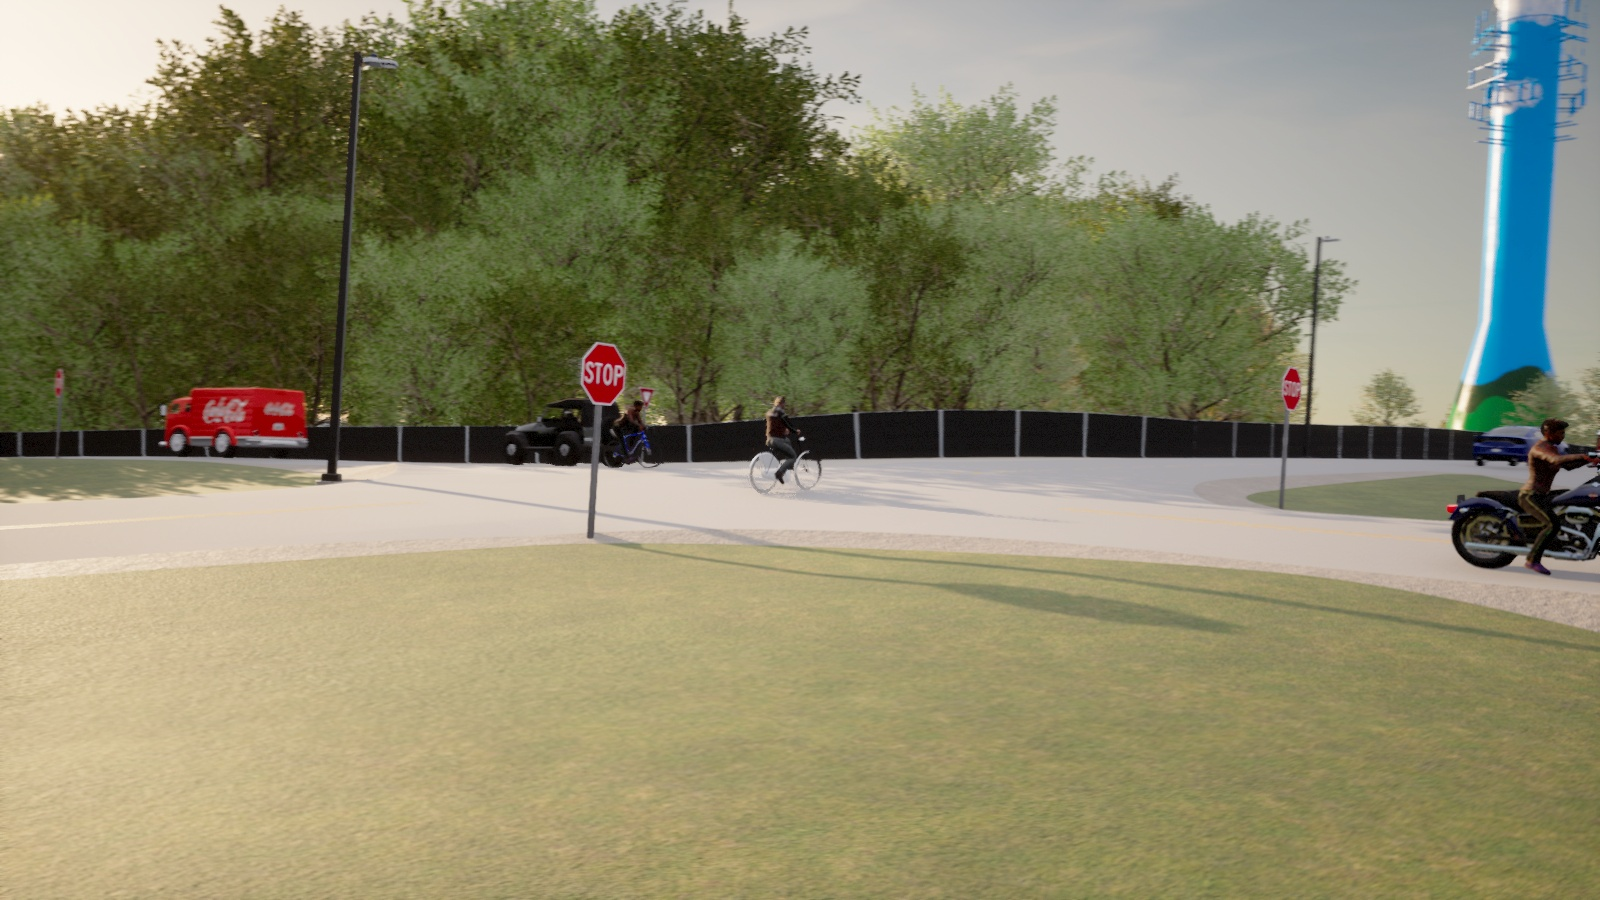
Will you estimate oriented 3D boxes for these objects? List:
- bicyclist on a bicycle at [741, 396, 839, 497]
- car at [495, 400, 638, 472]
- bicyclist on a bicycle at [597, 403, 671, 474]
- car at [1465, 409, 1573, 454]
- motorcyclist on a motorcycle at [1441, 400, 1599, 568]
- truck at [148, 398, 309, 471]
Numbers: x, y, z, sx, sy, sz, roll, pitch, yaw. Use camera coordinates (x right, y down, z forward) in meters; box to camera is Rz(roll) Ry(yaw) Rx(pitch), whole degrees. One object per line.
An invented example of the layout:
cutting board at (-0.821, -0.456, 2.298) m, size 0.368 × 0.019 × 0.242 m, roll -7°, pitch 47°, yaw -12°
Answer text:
bicyclist on a bicycle at (-0.169, -0.100, 23.165) m, size 0.659 × 1.776 × 1.843 m, roll 1°, pitch 4°, yaw 44°
car at (-6.605, -0.336, 35.387) m, size 3.866 × 1.878 × 1.905 m, roll -1°, pitch -2°, yaw 39°
bicyclist on a bicycle at (-3.933, -0.265, 29.741) m, size 1.656 × 1.620 × 0.582 m, roll -2°, pitch 0°, yaw 25°
car at (26.209, -0.693, 45.718) m, size 5.008 × 1.535 × 1.882 m, roll -1°, pitch 3°, yaw -42°
motorcyclist on a motorcycle at (7.933, 0.319, 12.813) m, size 0.766 × 1.649 × 2.350 m, roll -2°, pitch 3°, yaw -44°
truck at (-20.452, -0.506, 44.966) m, size 5.204 × 2.467 × 2.627 m, roll -1°, pitch -1°, yaw 28°
